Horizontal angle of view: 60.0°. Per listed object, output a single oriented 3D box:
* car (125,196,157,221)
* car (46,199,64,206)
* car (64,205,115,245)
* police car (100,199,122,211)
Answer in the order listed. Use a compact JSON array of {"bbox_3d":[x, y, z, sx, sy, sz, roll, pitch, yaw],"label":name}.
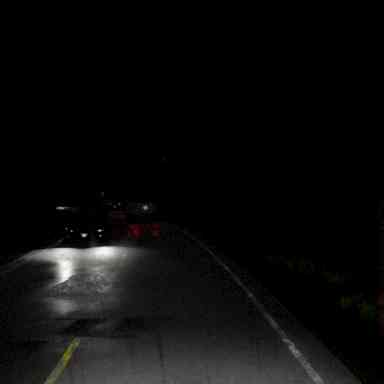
[{"bbox_3d":[-4.436,1.353,28.703,2.150,2.045,5.566,0,-1,-17],"label":"car"},{"bbox_3d":[-23.102,1.872,55.324,4.181,1.385,1.994,0,0,41],"label":"car"},{"bbox_3d":[-4.989,1.591,16.388,1.837,1.490,4.892,0,0,-11],"label":"car"},{"bbox_3d":[-10.819,1.725,43.836,2.038,1.542,4.974,0,-1,-28],"label":"police car"}]
